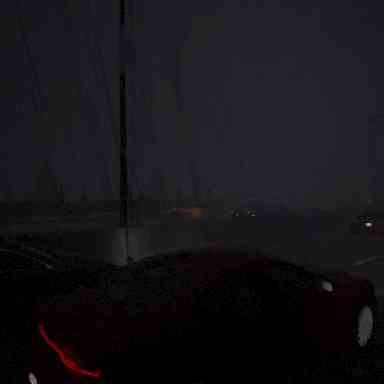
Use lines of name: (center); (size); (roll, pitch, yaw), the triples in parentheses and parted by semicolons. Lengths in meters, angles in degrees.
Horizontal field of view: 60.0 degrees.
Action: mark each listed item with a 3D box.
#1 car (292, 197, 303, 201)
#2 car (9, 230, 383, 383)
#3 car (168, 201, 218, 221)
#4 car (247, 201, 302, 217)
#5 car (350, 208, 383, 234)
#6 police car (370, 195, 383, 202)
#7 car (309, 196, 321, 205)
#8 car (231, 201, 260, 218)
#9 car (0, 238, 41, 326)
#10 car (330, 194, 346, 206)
car: (20.017, 1.779, 63.355); (1.812, 1.442, 4.674); (0, 0, 16)
car: (0.577, 1.482, 4.432); (5.008, 1.535, 1.882); (0, 0, -37)
car: (0.179, 1.549, 27.898); (1.882, 1.535, 5.008); (0, 0, 42)
car: (6.111, 1.605, 24.061); (1.994, 1.385, 4.181); (0, 0, 42)
car: (10.044, 1.569, 17.720); (1.994, 1.385, 4.181); (0, 0, 44)
police car: (45.115, 1.619, 80.814); (1.930, 1.638, 5.238); (-1, 0, 3)
car: (24.099, 1.800, 65.178); (1.895, 1.301, 4.718); (0, 0, 14)
car: (5.138, 1.566, 28.235); (1.837, 1.490, 4.892); (0, 0, 40)
car: (-3.628, 1.525, 5.651); (4.892, 1.490, 1.837); (0, 0, -36)
car: (26.507, 1.443, 60.490); (2.150, 2.045, 5.566); (0, 0, 16)
